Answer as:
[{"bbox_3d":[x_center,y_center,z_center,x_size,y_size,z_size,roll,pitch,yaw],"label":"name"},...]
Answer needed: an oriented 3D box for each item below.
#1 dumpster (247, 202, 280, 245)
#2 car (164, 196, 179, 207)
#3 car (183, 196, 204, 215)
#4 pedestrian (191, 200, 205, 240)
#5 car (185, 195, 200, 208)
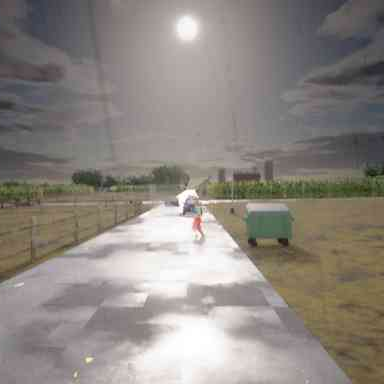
[{"bbox_3d":[3.130,1.338,14.803,1.020,1.700,1.940,0,0,0],"label":"dumpster"},{"bbox_3d":[-2.772,1.256,46.135,1.882,1.535,5.008,0,0,1],"label":"car"},{"bbox_3d":[0.075,1.380,31.814,1.812,1.442,4.674,0,0,0],"label":"car"},{"bbox_3d":[0.250,1.234,15.115,0.375,1.860,0.375,0,0,-15],"label":"pedestrian"},{"bbox_3d":[0.073,1.256,46.064,1.882,1.535,5.008,0,0,0],"label":"car"}]
